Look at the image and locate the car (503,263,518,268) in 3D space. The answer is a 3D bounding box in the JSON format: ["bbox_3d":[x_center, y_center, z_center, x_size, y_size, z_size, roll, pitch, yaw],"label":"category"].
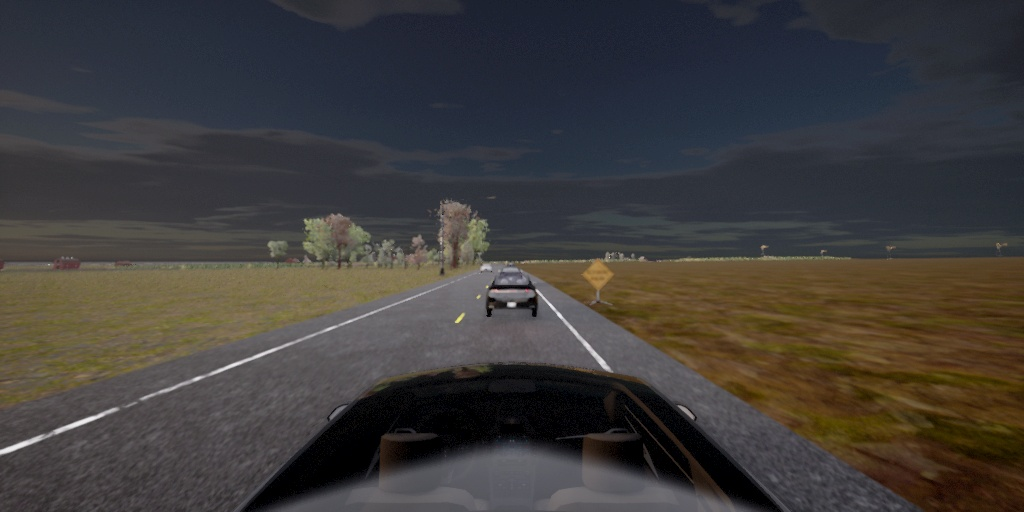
[{"bbox_3d":[-0.113,1.601,30.305,1.882,1.535,5.008,0,0,0],"label":"car"}]

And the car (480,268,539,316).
[{"bbox_3d":[0.004,1.402,14.106,2.128,1.511,4.902,0,-1,0],"label":"car"}]

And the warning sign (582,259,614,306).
[{"bbox_3d":[3.513,1.032,14.609,1.300,1.860,1.060,0,0,0],"label":"warning sign"}]

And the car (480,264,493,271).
[{"bbox_3d":[-4.178,2.046,59.097,1.812,1.442,4.674,0,-1,-1],"label":"car"}]
